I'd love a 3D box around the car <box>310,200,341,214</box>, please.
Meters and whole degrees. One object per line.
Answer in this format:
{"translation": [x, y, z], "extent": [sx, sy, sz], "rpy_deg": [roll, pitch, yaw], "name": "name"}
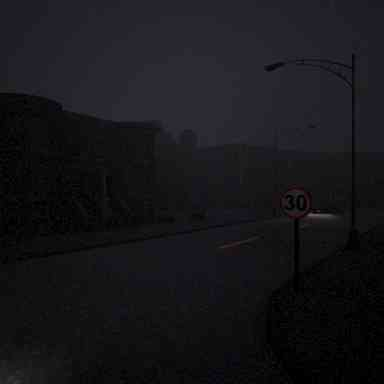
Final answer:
{"translation": [14.298, 1.548, 35.305], "extent": [2.033, 1.411, 5.357], "rpy_deg": [0, 0, 39], "name": "car"}
